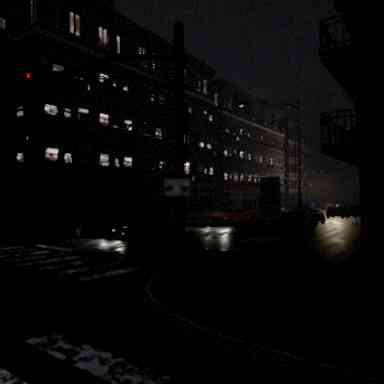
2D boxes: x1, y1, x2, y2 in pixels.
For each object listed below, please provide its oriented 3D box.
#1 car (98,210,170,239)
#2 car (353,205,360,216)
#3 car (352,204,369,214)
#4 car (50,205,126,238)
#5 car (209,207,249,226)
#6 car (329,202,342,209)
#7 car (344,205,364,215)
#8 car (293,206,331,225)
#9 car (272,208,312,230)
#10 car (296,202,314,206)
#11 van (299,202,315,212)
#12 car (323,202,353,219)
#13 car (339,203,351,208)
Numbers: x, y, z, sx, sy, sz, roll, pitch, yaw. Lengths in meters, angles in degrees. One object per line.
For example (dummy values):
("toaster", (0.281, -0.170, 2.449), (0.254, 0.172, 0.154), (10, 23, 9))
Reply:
("car", (-3.195, 1.968, 19.996), (1.994, 1.385, 4.181), (-1, -1, 35))
("car", (20.437, 2.476, 43.794), (1.752, 1.417, 4.829), (-2, -2, 35))
("car", (26.947, 2.688, 53.112), (1.752, 1.417, 4.829), (-2, -2, 35))
("car", (-6.074, 1.723, 20.436), (2.192, 1.841, 5.009), (-2, -2, 35))
("car", (3.330, 2.090, 29.336), (1.882, 1.535, 5.008), (-1, -2, 35))
("car", (32.993, 3.115, 76.341), (1.967, 1.590, 4.097), (-2, -2, 35))
("car", (23.595, 2.619, 48.312), (1.947, 1.339, 4.313), (-2, -2, 35))
("car", (10.573, 2.183, 29.677), (2.008, 1.369, 4.403), (-2, -2, 35))
("car", (7.318, 2.110, 25.016), (1.802, 1.307, 4.206), (-2, -2, 35))
("car", (14.873, 2.530, 45.730), (2.033, 1.411, 5.357), (-1, -2, 35))
("van", (19.971, 2.589, 57.708), (1.690, 1.788, 3.998), (-2, -2, 35))
("car", (17.082, 2.283, 38.998), (1.967, 1.590, 4.097), (-2, -2, 35))
("car", (39.506, 3.455, 85.655), (1.947, 1.339, 4.313), (-2, -2, 35))
